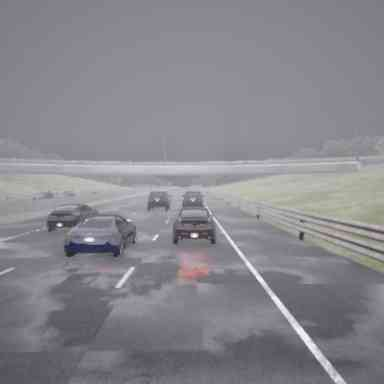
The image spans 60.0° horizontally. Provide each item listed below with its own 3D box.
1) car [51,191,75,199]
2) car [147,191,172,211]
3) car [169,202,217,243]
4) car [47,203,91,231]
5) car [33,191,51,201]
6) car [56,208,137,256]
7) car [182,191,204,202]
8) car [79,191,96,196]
[{"bbox_3d":[-21.050,0.662,55.547,2.128,1.511,4.902,0,1,1],"label":"car"},{"bbox_3d":[-3.413,0.858,35.235,2.150,2.045,5.566,0,1,0],"label":"car"},{"bbox_3d":[0.099,1.461,15.731,1.837,1.490,4.892,0,1,0],"label":"car"},{"bbox_3d":[-6.901,1.421,19.744,1.837,1.490,4.892,0,1,0],"label":"car"},{"bbox_3d":[-24.547,0.673,55.123,2.128,1.511,4.902,0,1,1],"label":"car"},{"bbox_3d":[-3.400,1.540,13.044,1.994,1.385,4.181,0,0,0],"label":"car"},{"bbox_3d":[0.098,0.859,35.198,2.150,2.045,5.566,0,1,0],"label":"car"},{"bbox_3d":[-17.547,0.633,56.189,1.882,1.535,5.008,0,2,1],"label":"car"}]
